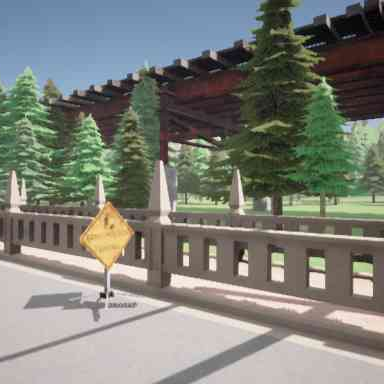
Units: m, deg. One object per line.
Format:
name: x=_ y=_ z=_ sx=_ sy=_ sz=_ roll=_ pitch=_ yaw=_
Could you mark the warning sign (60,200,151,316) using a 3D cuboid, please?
warning sign: x=-1.605 y=1.109 z=6.302 sx=1.060 sy=1.860 sz=1.300 roll=0 pitch=0 yaw=35
